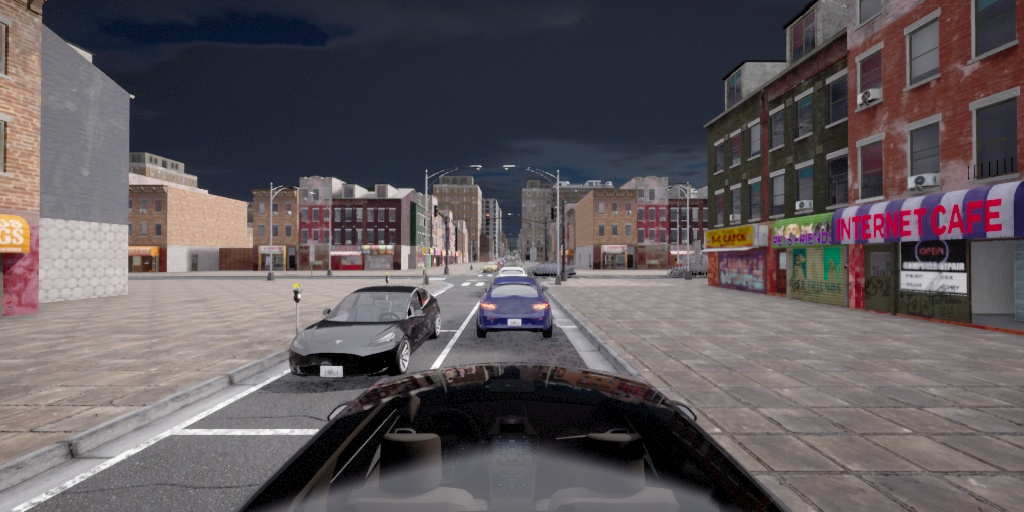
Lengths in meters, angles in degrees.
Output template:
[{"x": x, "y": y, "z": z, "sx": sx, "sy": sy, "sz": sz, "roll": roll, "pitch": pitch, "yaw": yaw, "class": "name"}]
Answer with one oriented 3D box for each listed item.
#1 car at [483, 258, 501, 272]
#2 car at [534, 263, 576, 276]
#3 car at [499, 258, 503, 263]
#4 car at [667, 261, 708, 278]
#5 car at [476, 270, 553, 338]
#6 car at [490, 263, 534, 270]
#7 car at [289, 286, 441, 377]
[{"x": -2.688, "y": 1.323, "z": 45.018, "sx": 1.751, "sy": 1.417, "sz": 4.829, "roll": 0, "pitch": 0, "yaw": 0, "class": "car"}, {"x": 3.171, "y": 1.324, "z": 33.018, "sx": 5.357, "sy": 1.411, "sz": 2.033, "roll": 0, "pitch": 0, "yaw": 0, "class": "car"}, {"x": -2.694, "y": 1.355, "z": 50.793, "sx": 1.888, "sy": 1.381, "sz": 4.507, "roll": 0, "pitch": 0, "yaw": 0, "class": "car"}, {"x": 16.925, "y": 1.240, "z": 33.017, "sx": 4.902, "sy": 1.511, "sz": 2.128, "roll": 0, "pitch": 0, "yaw": 0, "class": "car"}, {"x": 0.069, "y": 1.278, "z": 10.100, "sx": 1.812, "sy": 1.442, "sz": 4.674, "roll": 0, "pitch": 0, "yaw": 0, "class": "car"}, {"x": -0.003, "y": 1.284, "z": 19.234, "sx": 1.812, "sy": 1.442, "sz": 4.674, "roll": 0, "pitch": 0, "yaw": 0, "class": "car"}, {"x": -2.645, "y": 1.317, "z": 7.420, "sx": 1.948, "sy": 1.339, "sz": 4.313, "roll": 0, "pitch": 0, "yaw": 0, "class": "car"}]
